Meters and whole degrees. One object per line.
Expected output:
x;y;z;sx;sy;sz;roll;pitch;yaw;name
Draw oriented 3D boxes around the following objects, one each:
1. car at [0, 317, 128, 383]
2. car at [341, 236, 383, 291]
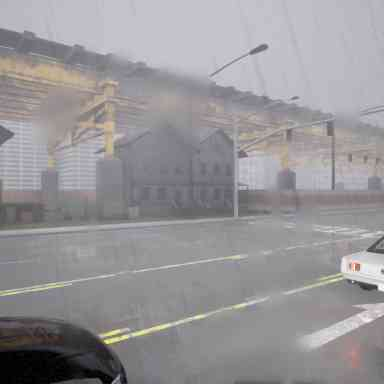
-2.739;1.491;1.793;4.902;1.511;2.128;0;0;-35;car
5.616;1.601;7.776;4.718;1.301;1.895;0;0;-35;car
